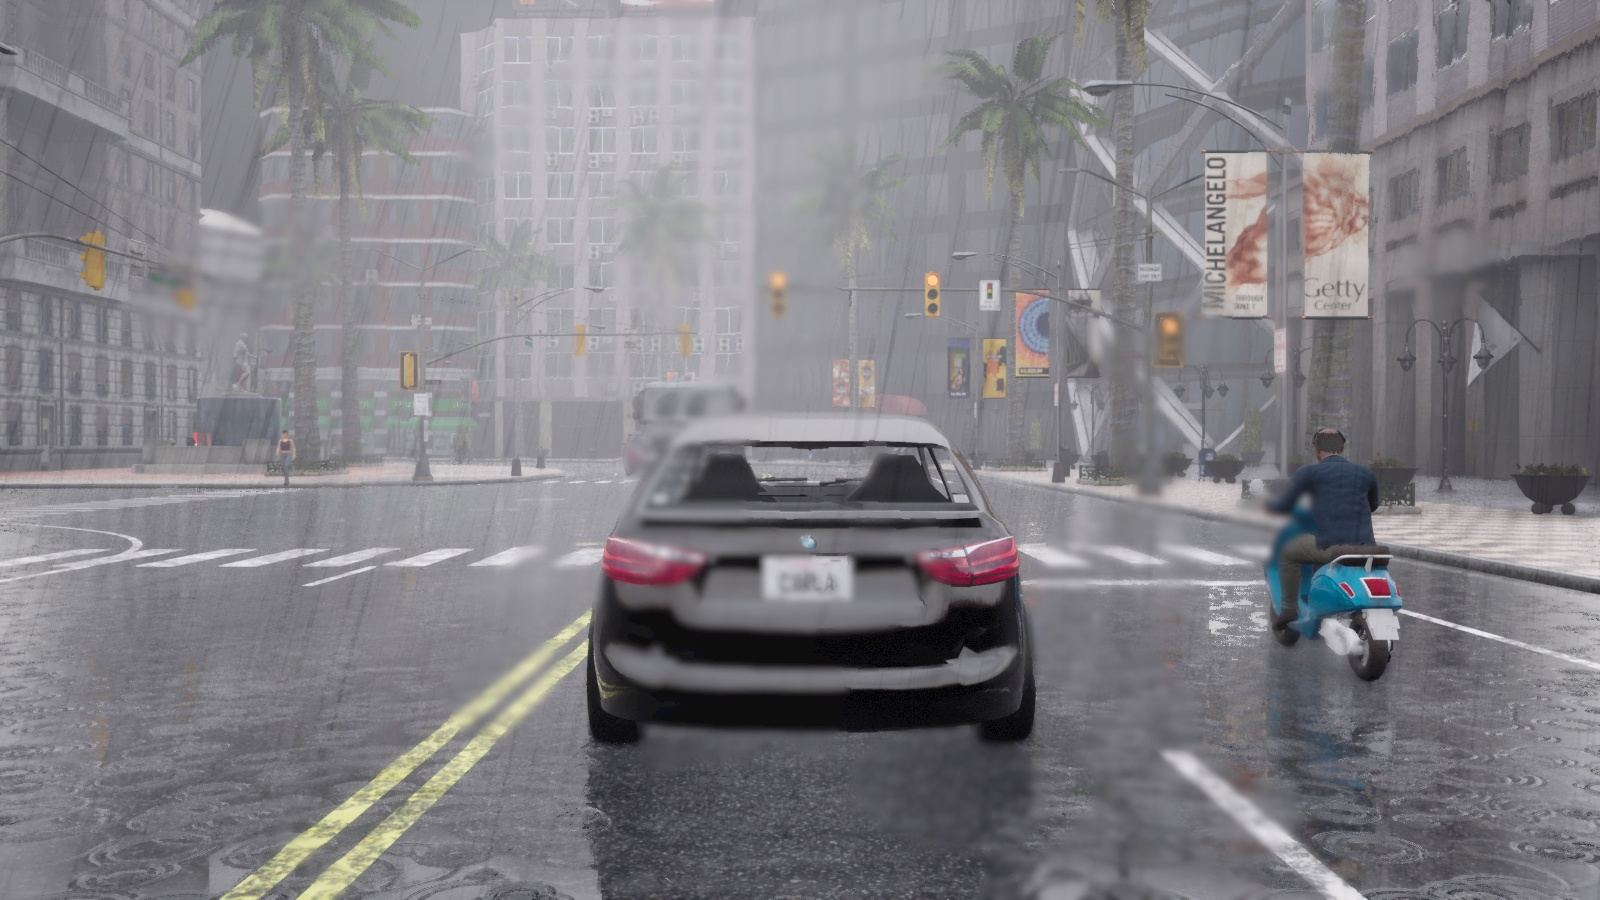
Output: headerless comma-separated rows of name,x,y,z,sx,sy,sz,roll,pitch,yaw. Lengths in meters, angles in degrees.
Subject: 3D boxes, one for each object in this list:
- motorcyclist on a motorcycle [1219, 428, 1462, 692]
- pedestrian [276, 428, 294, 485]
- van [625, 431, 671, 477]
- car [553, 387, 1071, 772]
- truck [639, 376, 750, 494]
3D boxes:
motorcyclist on a motorcycle,3.552,0.655,8.461,0.866,1.590,1.817,0,0,1
pedestrian,-16.823,0.206,41.052,0.345,1.836,0.594,0,0,-1
van,-6.789,0.175,56.416,1.775,1.987,4.442,0,0,-3
car,0.062,0.547,7.745,2.242,1.667,4.611,0,0,0
truck,-3.263,-0.469,40.918,2.891,3.462,7.936,0,0,0
